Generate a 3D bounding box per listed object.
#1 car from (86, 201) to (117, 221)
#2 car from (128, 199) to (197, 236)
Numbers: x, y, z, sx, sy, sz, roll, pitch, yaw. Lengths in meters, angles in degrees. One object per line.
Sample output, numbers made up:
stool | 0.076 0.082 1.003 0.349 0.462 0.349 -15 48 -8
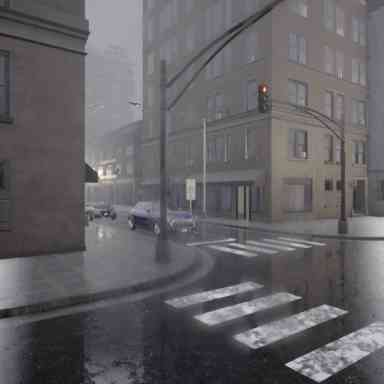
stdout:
car | -7.472 1.428 26.049 1.994 1.385 4.181 0 0 -35
car | -1.675 1.269 17.944 2.097 1.767 4.553 0 0 -36
